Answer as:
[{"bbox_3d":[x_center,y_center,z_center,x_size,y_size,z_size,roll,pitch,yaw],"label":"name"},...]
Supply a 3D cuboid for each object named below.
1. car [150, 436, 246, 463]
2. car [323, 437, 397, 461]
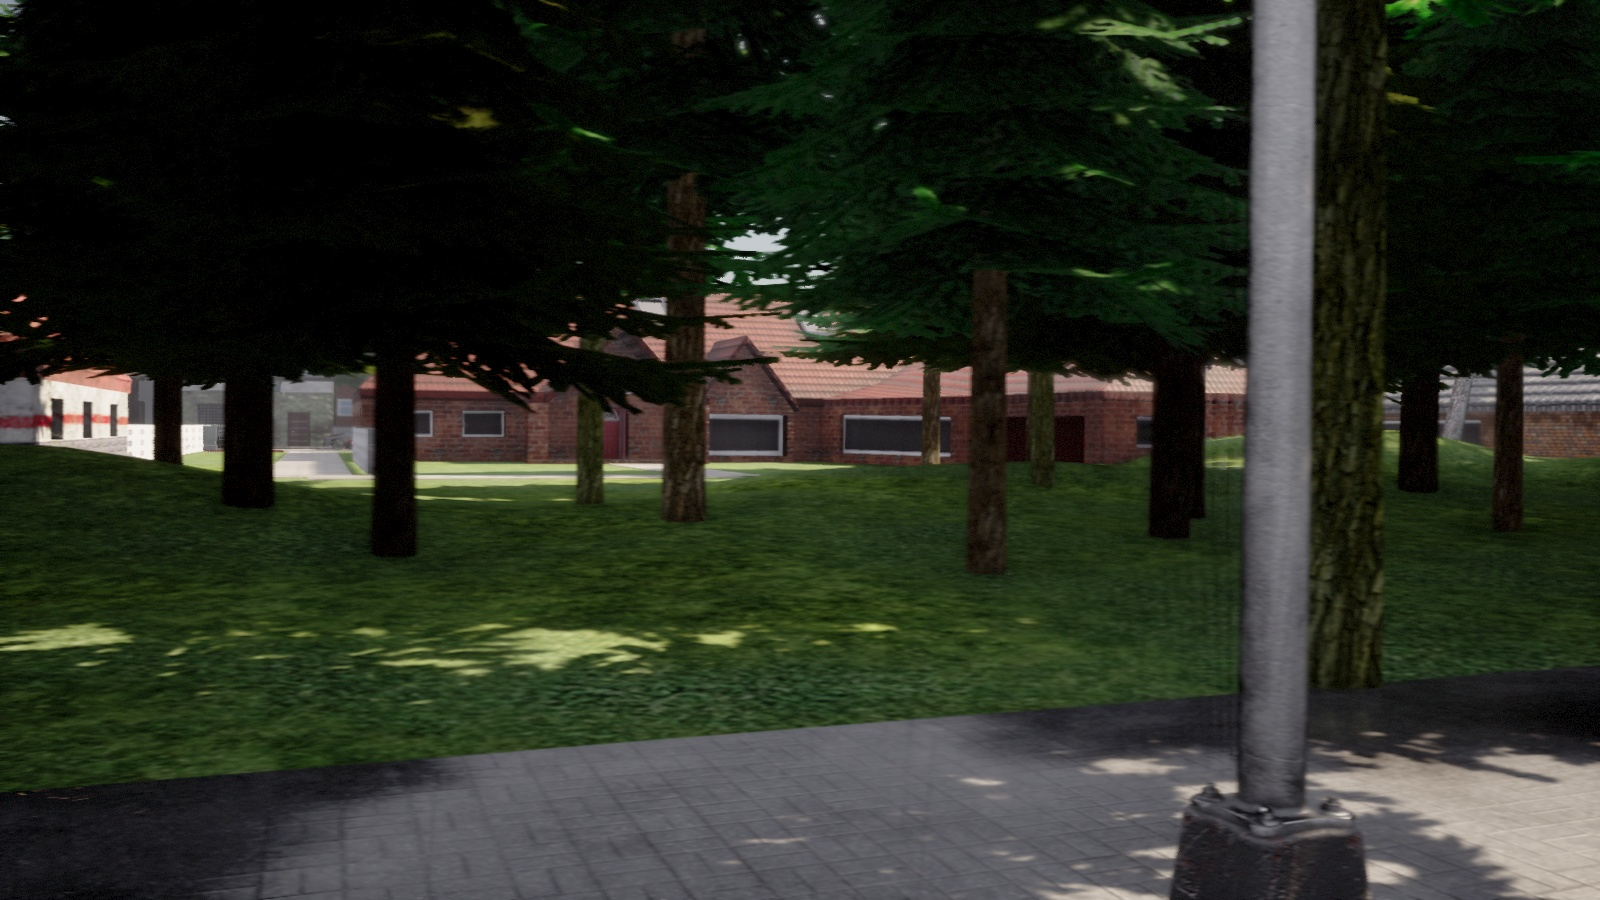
[{"bbox_3d":[-35.382,-0.066,73.954,4.902,1.511,2.128,-1,1,-21],"label":"car"},{"bbox_3d":[-27.048,-0.100,77.126,4.181,1.385,1.994,-1,1,-21],"label":"car"}]
